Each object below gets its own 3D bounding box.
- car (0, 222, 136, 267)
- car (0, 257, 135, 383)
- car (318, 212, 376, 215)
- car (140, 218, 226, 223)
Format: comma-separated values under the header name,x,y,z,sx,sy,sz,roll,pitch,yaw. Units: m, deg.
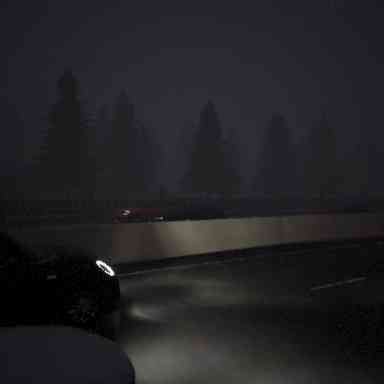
name,x,y,z,sx,sy,sz,roll,pitch,yaw
car,-3.501,1.327,5.376,4.553,1.767,2.097,0,0,-36
car,-2.554,1.511,1.822,4.674,1.442,1.812,0,0,-36
car,9.890,1.559,21.101,4.181,1.385,1.994,0,0,-23
car,-0.251,1.451,19.973,4.902,1.511,2.128,0,0,-28
